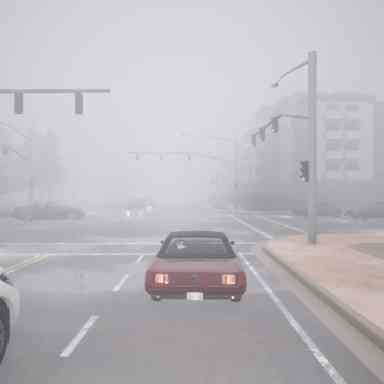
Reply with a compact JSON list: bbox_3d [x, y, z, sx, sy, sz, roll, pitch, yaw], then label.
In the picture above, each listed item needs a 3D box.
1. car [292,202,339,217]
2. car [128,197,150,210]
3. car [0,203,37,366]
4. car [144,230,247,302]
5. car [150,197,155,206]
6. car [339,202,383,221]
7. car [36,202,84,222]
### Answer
[{"bbox_3d":[11.356,1.564,30.300,4.181,1.385,1.994,0,0,-2],"label":"car"},{"bbox_3d":[-7.084,1.477,43.450,1.882,1.535,5.008,0,0,0],"label":"car"},{"bbox_3d":[-3.455,1.221,2.189,2.150,2.045,5.566,0,0,1],"label":"car"},{"bbox_3d":[0.132,1.601,8.246,1.895,1.301,4.718,0,0,2],"label":"car"},{"bbox_3d":[-7.083,1.491,53.354,2.128,1.511,4.902,0,0,0],"label":"car"},{"bbox_3d":[15.283,1.547,27.011,5.357,1.411,2.033,0,0,-3],"label":"car"},{"bbox_3d":[-10.575,1.492,24.669,4.902,1.511,2.128,0,0,-25],"label":"car"}]
